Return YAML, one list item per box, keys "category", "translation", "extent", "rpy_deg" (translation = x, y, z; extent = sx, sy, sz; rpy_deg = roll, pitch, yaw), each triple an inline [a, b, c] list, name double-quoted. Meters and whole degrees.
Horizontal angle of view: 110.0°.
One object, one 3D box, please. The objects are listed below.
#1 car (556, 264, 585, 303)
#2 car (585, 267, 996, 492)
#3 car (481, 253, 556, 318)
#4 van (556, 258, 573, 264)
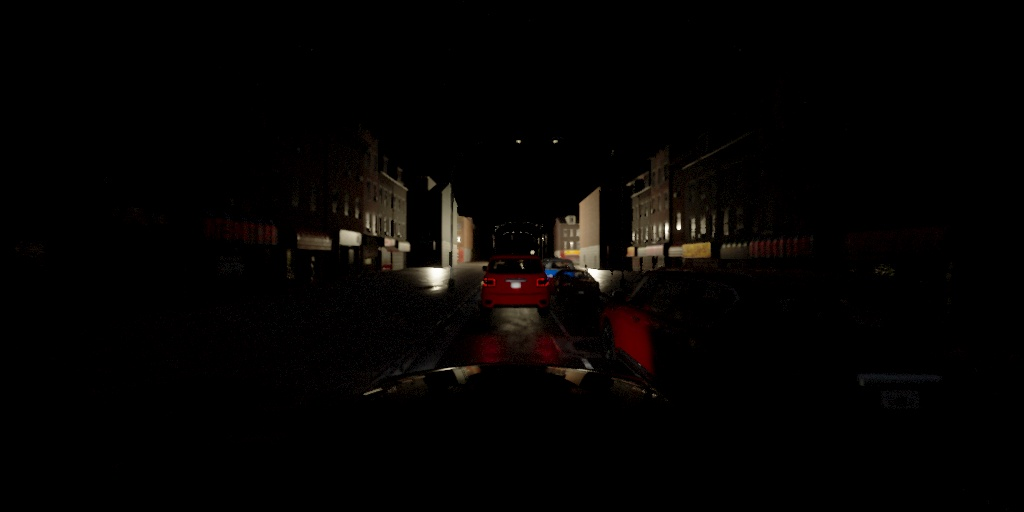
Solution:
- category: "car"
  translation: [2.642, 1.246, 15.922]
  extent: [1.888, 1.381, 4.507]
  rpy_deg: [0, 0, 0]
- category: "car"
  translation: [2.639, 1.054, 4.840]
  extent: [2.192, 1.841, 5.009]
  rpy_deg: [0, 0, 0]
- category: "car"
  translation: [0.076, 0.932, 13.002]
  extent: [2.150, 2.045, 5.566]
  rpy_deg: [0, 0, -1]
- category: "van"
  translation: [2.644, 1.022, 21.462]
  extent: [1.690, 1.789, 3.998]
  rpy_deg: [0, 0, 0]
